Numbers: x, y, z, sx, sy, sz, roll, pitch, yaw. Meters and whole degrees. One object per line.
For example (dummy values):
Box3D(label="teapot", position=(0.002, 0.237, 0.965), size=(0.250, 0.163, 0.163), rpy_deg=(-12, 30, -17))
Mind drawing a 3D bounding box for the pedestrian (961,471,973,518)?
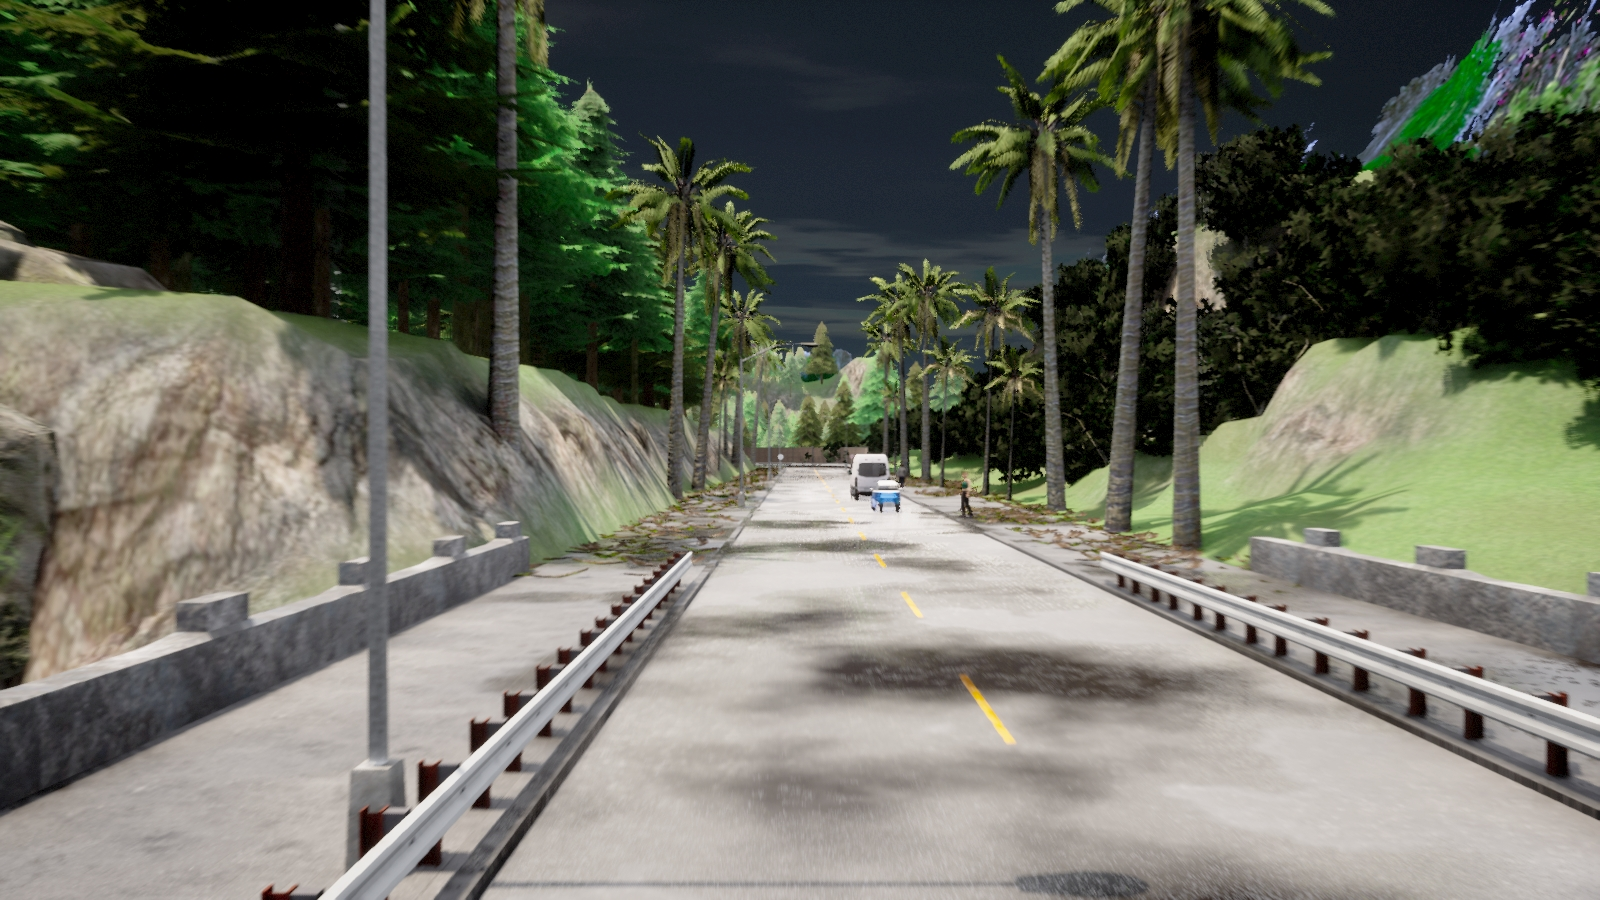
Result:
Box3D(label="pedestrian", position=(6.555, 1.743, 44.828), size=(0.375, 1.860, 0.375), rpy_deg=(0, 0, -16))

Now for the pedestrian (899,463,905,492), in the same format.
Box3D(label="pedestrian", position=(6.527, 1.742, 73.268), size=(0.375, 1.860, 0.375), rpy_deg=(0, 0, 5))

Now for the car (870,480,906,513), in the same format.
Box3D(label="car", position=(4.004, 2.120, 52.482), size=(1.481, 1.376, 2.207), rpy_deg=(0, 0, 0))

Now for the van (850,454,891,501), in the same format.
Box3D(label="van", position=(3.993, 1.534, 65.917), size=(1.988, 2.561, 5.915), rpy_deg=(0, 0, 0))
